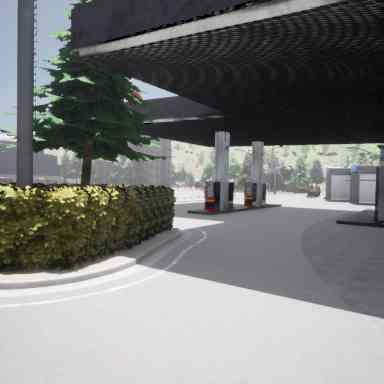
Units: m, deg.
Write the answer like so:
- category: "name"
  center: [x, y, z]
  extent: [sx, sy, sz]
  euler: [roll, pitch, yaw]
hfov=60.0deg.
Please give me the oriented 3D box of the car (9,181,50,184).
- category: "car"
  center: [-17.326, -0.181, 35.174]
  extent: [3.866, 1.878, 1.905]
  euler: [2, 2, 35]

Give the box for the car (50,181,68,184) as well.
- category: "car"
  center: [-26.947, -1.261, 65.396]
  extent: [3.866, 1.878, 1.905]
  euler: [2, 2, 35]

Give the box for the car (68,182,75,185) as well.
- category: "car"
  center: [-25.616, -1.287, 68.011]
  extent: [4.605, 1.855, 1.932]
  euler: [2, 2, 35]

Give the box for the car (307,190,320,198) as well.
- category: "car"
  center: [23.606, 0.303, 64.413]
  extent: [1.837, 1.490, 4.892]
  euler: [2, 2, 29]

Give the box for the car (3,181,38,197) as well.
- category: "car"
  center: [-21.876, -0.468, 42.380]
  extent: [4.605, 1.855, 1.932]
  euler: [2, 2, 35]

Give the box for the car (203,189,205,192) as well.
- category: "car"
  center: [4.716, -0.320, 65.620]
  extent: [5.027, 1.636, 2.152]
  euler: [2, 2, 35]
